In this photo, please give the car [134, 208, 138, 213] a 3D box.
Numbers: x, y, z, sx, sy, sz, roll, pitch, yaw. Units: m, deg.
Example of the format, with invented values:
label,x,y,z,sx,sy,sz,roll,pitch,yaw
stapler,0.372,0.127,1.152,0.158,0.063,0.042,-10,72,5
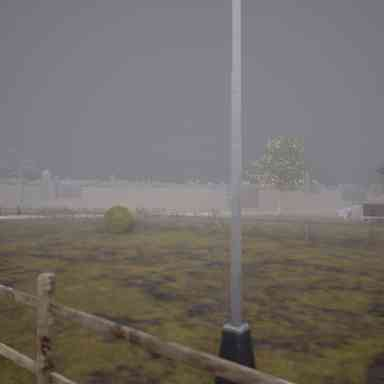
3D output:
label,x,y,z,sx,sy,sz,roll,pitch,yaw
car,-12.473,3.475,62.998,1.882,1.535,5.008,1,-2,35
